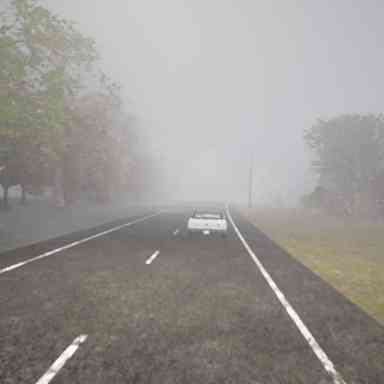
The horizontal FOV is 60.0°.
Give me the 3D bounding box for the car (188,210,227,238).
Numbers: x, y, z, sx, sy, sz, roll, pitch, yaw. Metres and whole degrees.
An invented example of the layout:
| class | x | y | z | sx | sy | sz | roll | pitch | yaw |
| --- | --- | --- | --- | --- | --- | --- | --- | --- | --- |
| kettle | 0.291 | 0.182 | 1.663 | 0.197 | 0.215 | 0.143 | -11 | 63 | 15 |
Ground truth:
| class | x | y | z | sx | sy | sz | roll | pitch | yaw |
| --- | --- | --- | --- | --- | --- | --- | --- | --- | --- |
| car | 0.864 | 1.639 | 18.149 | 1.895 | 1.301 | 4.718 | 2 | 0 | 4 |
